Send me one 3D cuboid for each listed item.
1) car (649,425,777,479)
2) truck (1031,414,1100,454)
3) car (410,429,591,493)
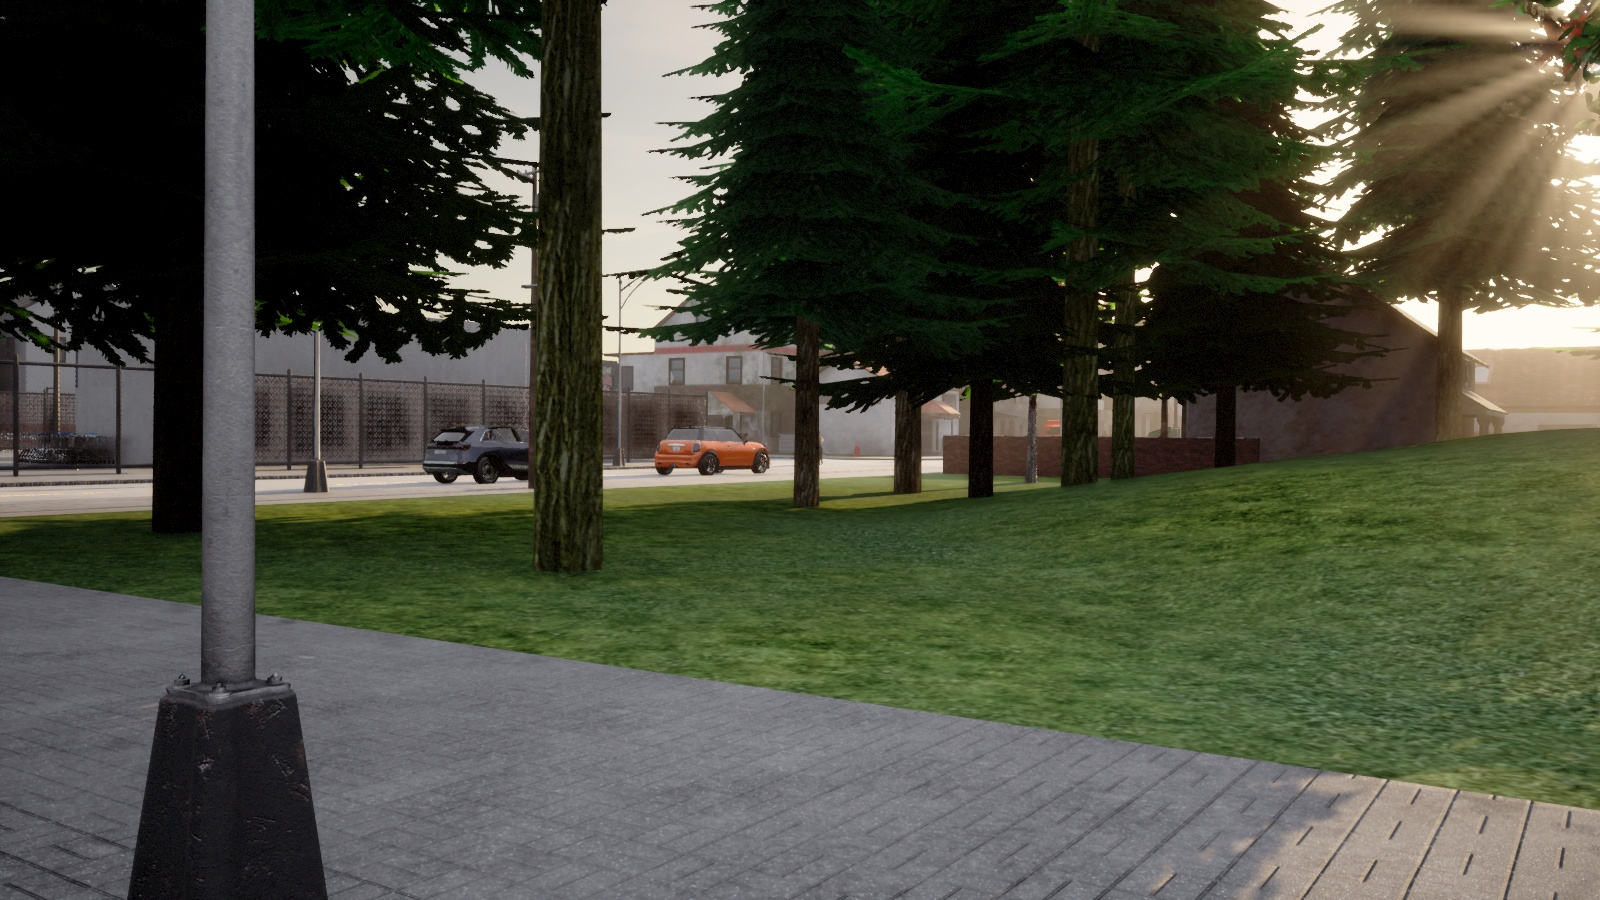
[{"bbox_3d":[-2.931,0.024,43.387,2.097,1.767,4.553,0,1,33],"label":"car"},{"bbox_3d":[17.161,-1.016,80.939,2.627,2.467,5.204,0,1,33],"label":"truck"},{"bbox_3d":[-8.315,0.255,35.293,2.033,1.649,4.856,0,1,34],"label":"car"}]
